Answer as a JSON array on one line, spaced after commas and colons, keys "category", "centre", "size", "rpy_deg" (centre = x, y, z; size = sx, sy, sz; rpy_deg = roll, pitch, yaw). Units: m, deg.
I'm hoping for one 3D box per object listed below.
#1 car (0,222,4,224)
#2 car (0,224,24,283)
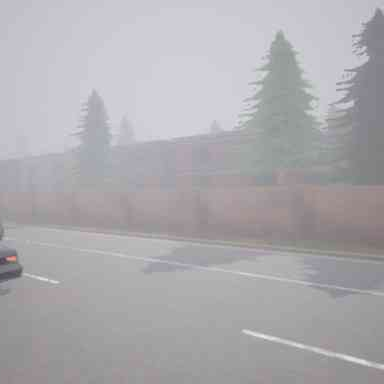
[{"category": "car", "centre": [-10.740, 1.663, 15.945], "size": [4.674, 1.442, 1.812], "rpy_deg": [0, 0, 35]}, {"category": "car", "centre": [-6.518, 1.626, 8.635], "size": [5.357, 1.411, 2.033], "rpy_deg": [-1, 0, 35]}]
